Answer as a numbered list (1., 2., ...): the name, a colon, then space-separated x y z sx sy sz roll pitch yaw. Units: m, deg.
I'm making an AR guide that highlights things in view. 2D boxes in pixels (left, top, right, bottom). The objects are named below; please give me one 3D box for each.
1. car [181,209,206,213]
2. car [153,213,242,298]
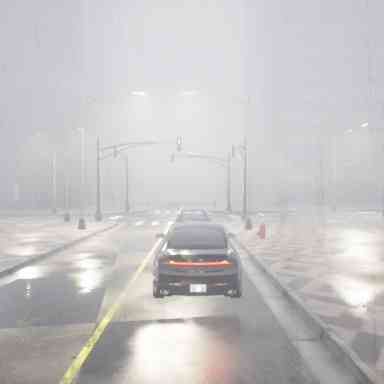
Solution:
1. car: 0.068 1.555 17.375 1.994 1.385 4.181 0 0 1
2. car: 0.104 1.502 8.471 1.837 1.490 4.892 0 0 0
